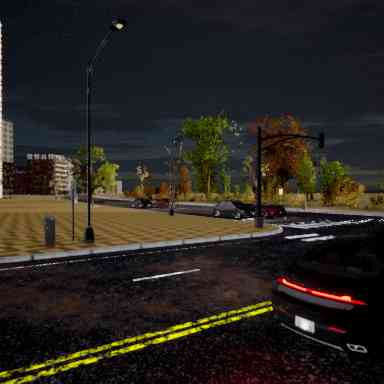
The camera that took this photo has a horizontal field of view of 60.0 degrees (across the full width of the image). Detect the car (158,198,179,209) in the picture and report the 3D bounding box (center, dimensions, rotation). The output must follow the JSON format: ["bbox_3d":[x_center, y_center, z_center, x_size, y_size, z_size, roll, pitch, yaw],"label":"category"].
[{"bbox_3d":[-3.634,1.617,47.713,1.812,1.442,4.674,0,0,-31],"label":"car"}]

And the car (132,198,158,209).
[{"bbox_3d":[-7.020,1.610,47.054,1.837,1.490,4.892,0,0,-31],"label":"car"}]

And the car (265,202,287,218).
[{"bbox_3d":[6.706,1.610,30.779,1.994,1.385,4.181,0,0,-32],"label":"car"}]

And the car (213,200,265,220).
[{"bbox_3d":[3.785,1.564,29.323,1.837,1.490,4.892,0,0,-32],"label":"car"}]

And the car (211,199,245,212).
[{"bbox_3d":[4.365,1.621,41.106,1.994,1.385,4.181,0,0,-31],"label":"car"}]

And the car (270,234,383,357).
[{"bbox_3d":[3.491,1.504,5.758,4.892,1.490,1.837,0,0,-34],"label":"car"}]
